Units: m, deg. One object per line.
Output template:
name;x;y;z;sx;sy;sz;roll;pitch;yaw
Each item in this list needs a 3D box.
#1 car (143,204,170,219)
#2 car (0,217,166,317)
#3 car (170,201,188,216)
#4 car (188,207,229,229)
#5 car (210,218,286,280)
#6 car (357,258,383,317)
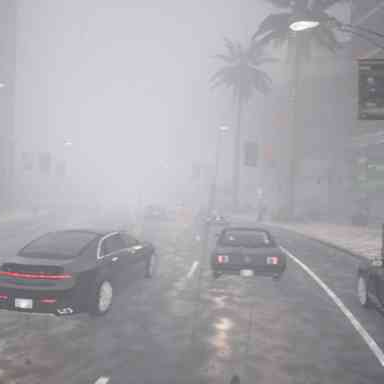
car;-3.522;1.835;31.035;1.994;1.385;4.181;1;-1;-11
car;-2.218;1.556;7.669;1.837;1.490;4.892;1;-1;11
car;-1.450;1.825;38.159;1.801;1.575;5.366;1;-1;-11
car;1.311;1.805;23.735;2.033;1.411;5.357;1;-1;-8
car;1.635;1.728;10.420;1.895;1.301;4.718;1;-1;7
car;4.044;1.579;5.021;1.882;1.535;5.008;1;-1;11
